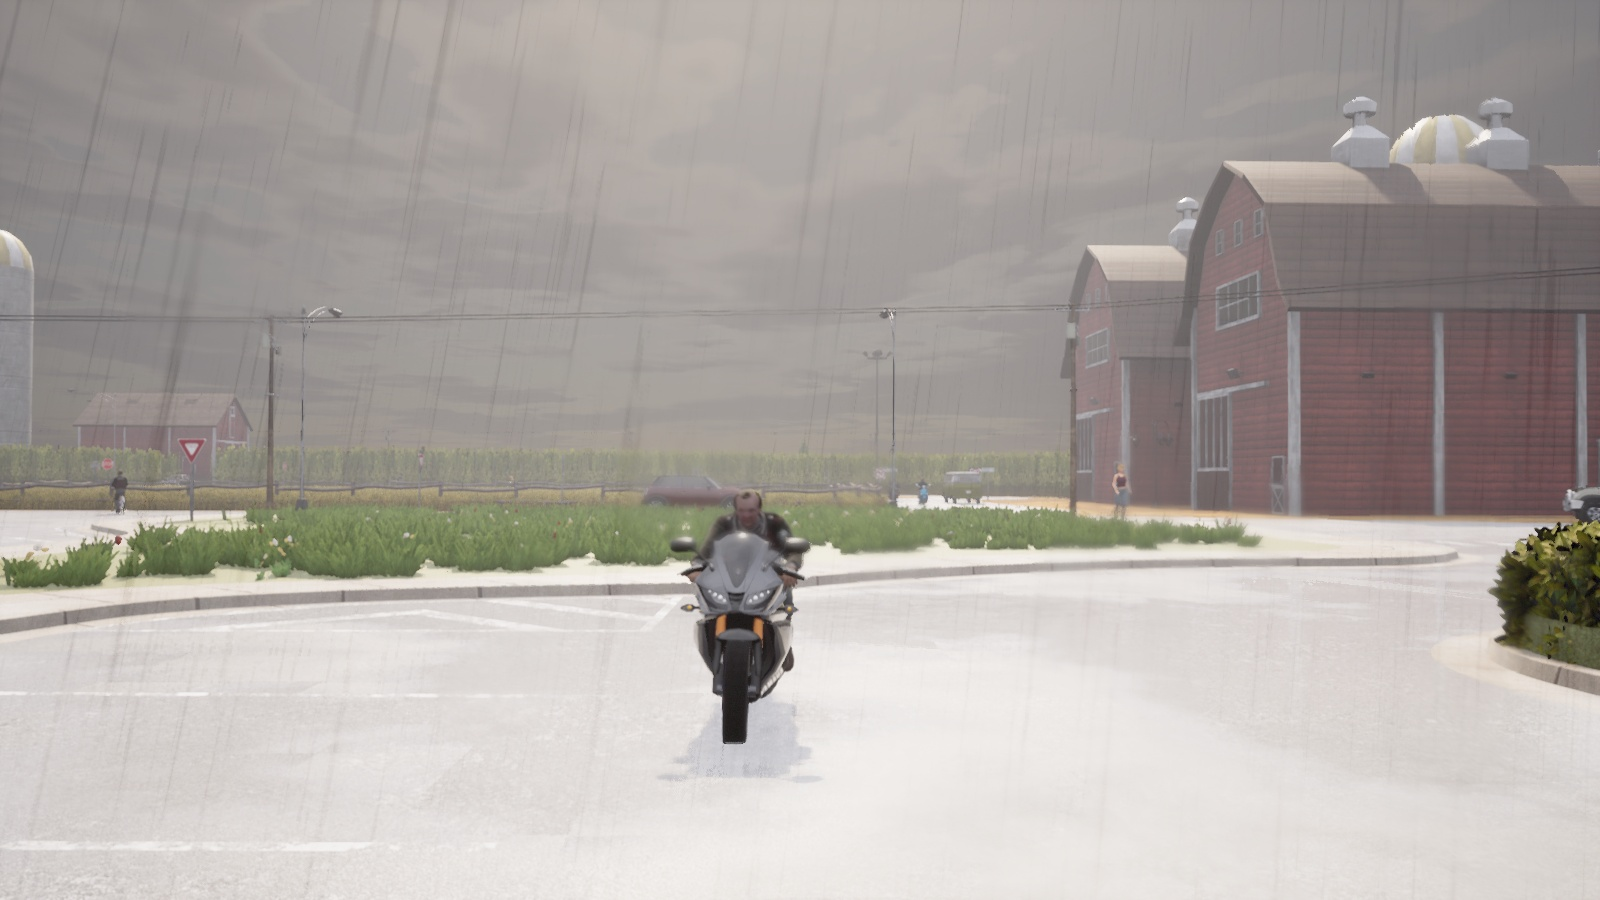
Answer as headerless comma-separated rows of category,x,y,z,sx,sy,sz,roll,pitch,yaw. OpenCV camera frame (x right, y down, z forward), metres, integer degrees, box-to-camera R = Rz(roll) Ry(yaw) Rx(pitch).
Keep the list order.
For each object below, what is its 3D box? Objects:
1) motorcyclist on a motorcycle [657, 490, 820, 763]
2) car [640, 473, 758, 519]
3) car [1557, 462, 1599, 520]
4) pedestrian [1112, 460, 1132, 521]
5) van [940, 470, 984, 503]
motorcyclist on a motorcycle,-0.337,1.042,8.276,0.866,1.530,2.191,0,-1,3
car,-3.975,1.803,50.076,4.553,1.767,2.097,0,-1,-1
car,27.095,1.312,40.299,4.605,1.855,1.932,-1,-1,26
pedestrian,9.791,1.235,38.191,0.345,1.836,0.594,0,-1,-8
van,10.088,2.262,78.446,1.775,1.987,4.442,0,-1,-5
